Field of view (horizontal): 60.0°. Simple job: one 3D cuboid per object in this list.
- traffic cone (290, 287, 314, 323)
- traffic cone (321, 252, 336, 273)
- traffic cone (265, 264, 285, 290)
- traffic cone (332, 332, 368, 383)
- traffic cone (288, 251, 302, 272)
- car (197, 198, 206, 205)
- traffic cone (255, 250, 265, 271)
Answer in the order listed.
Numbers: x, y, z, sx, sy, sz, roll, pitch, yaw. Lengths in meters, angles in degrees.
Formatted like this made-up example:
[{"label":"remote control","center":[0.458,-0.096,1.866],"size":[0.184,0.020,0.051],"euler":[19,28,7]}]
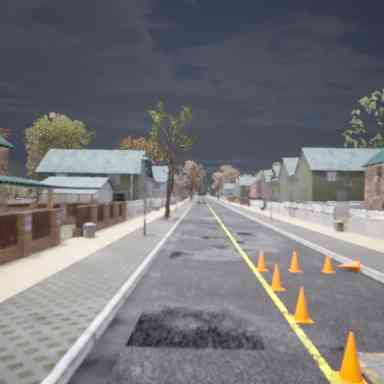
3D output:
[{"label":"traffic cone","center":[2.006,2.039,6.092],"size":[0.340,0.580,0.340],"euler":[1,0,1]},{"label":"traffic cone","center":[4.105,2.108,10.041],"size":[0.340,0.580,0.340],"euler":[1,0,1]},{"label":"traffic cone","center":[2.057,2.053,8.091],"size":[0.340,0.580,0.340],"euler":[1,0,1]},{"label":"traffic cone","center":[1.957,2.024,4.092],"size":[0.340,0.580,0.340],"euler":[1,0,1]},{"label":"traffic cone","center":[3.106,2.088,10.065],"size":[0.340,0.580,0.340],"euler":[1,0,1]},{"label":"car","center":[2.125,2.015,73.606],"size":[2.128,1.511,4.902],"euler":[1,0,1]},{"label":"traffic cone","center":[2.107,2.068,10.091],"size":[0.340,0.580,0.340],"euler":[1,0,1]}]
